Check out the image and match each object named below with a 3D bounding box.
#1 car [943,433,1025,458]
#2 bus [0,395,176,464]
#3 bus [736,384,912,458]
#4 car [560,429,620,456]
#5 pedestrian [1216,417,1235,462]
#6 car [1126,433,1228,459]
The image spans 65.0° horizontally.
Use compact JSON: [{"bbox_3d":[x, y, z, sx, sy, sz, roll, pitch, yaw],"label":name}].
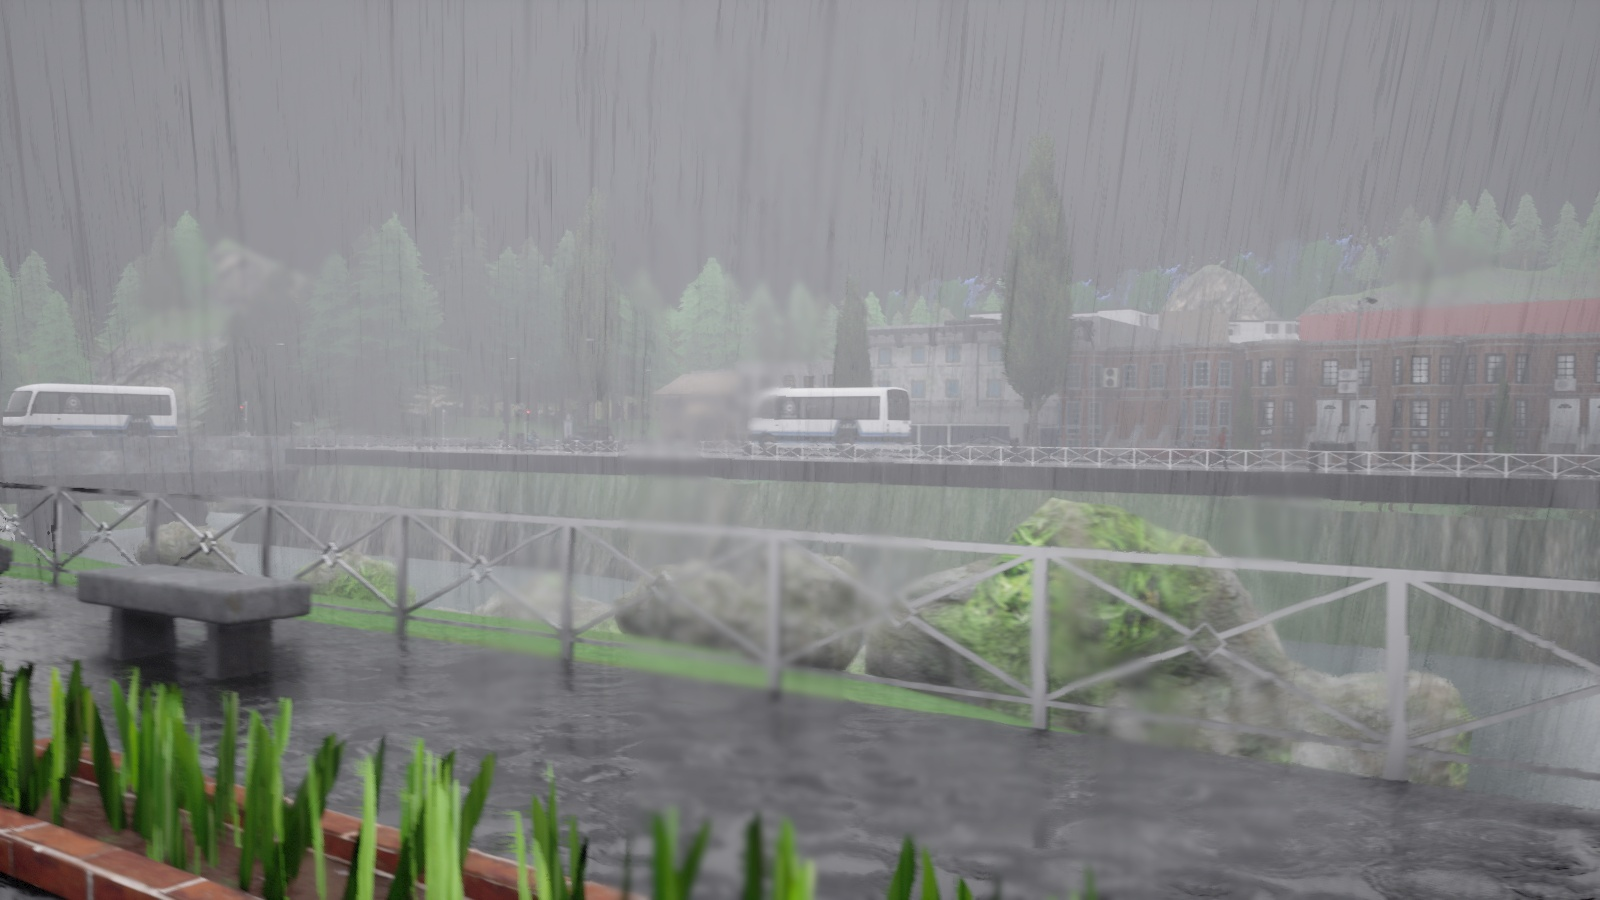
[{"bbox_3d":[10.439,-0.272,71.298,4.181,1.385,1.994,0,1,34],"label":"car"},{"bbox_3d":[-47.449,-1.349,83.097,3.944,4.253,10.273,0,1,35],"label":"bus"},{"bbox_3d":[1.377,-1.712,77.296,10.273,4.253,3.944,0,1,34],"label":"bus"},{"bbox_3d":[-14.701,-0.540,87.995,3.866,1.878,1.905,0,1,34],"label":"car"},{"bbox_3d":[17.608,-0.427,51.967,0.636,1.846,0.331,0,1,34],"label":"pedestrian"},{"bbox_3d":[19.587,-0.236,65.235,4.718,1.301,1.895,0,1,34],"label":"car"}]
